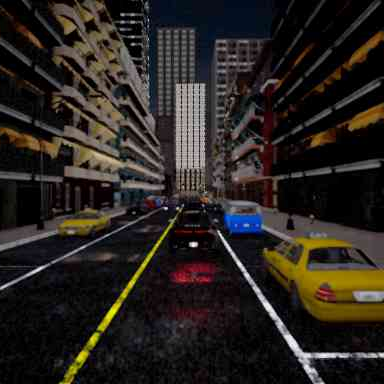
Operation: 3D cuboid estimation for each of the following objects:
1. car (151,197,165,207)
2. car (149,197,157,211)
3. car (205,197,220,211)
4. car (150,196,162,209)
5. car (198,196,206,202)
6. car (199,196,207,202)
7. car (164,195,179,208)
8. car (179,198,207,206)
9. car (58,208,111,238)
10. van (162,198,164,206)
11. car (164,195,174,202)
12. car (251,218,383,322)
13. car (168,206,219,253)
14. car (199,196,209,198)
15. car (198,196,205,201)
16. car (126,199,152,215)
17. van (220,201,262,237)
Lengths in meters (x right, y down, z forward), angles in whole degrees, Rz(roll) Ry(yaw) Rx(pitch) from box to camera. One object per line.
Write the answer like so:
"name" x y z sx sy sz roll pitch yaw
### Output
"car" -5.696 1.625 56.895 1.967 1.590 4.097 -1 0 0
"car" -5.696 1.673 40.324 1.887 1.381 4.507 0 0 0
"car" 2.685 1.679 40.310 2.008 1.369 4.403 -1 0 0
"car" -5.696 1.692 45.848 1.887 1.381 4.507 -1 0 0
"car" 2.688 1.855 90.021 2.008 1.369 4.403 -1 0 0
"car" 2.688 1.829 84.497 1.887 1.381 4.507 -1 0 0
"car" -3.072 1.520 51.983 2.097 1.767 4.553 0 0 0
"car" 0.079 1.573 30.312 1.882 1.535 5.008 0 0 0
"car" -5.698 1.582 18.061 1.752 1.417 4.829 0 0 0
"van" -5.697 1.507 51.372 1.690 1.788 3.998 -1 0 0
"car" -5.696 1.599 84.512 2.192 1.841 5.009 -1 0 0
"car" 2.683 1.548 7.340 1.752 1.417 4.829 -1 0 0
"car" 0.072 1.549 13.882 1.837 1.490 4.892 0 0 0
"car" 3.005 1.587 71.225 2.097 1.767 4.553 0 0 0
"car" 2.689 1.851 95.714 1.752 1.417 4.829 -1 0 0
"car" -5.696 1.676 34.800 1.947 1.339 4.313 0 0 0
"van" 2.682 1.398 18.219 1.690 1.788 3.998 -1 0 0
